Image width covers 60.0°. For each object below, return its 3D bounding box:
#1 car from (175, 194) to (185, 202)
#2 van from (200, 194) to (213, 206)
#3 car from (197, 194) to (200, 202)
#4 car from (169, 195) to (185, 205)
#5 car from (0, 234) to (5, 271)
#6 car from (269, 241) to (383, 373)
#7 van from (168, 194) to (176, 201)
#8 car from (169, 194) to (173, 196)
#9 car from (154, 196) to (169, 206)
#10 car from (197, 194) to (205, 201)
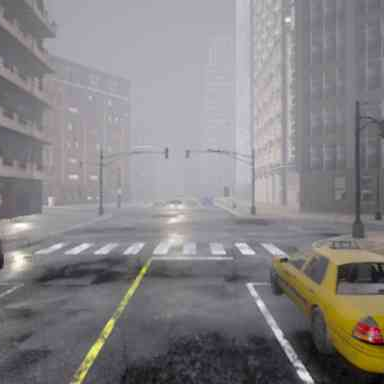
[{"bbox_3d":[-2.749,1.428,75.720,2.097,1.767,4.553,0,0,0],"label":"car"},{"bbox_3d":[2.570,1.369,54.704,1.690,1.788,3.998,0,0,0],"label":"van"},{"bbox_3d":[2.569,1.621,76.914,1.887,1.381,4.507,0,0,0],"label":"car"},{"bbox_3d":[-2.779,1.639,60.587,1.895,1.301,4.718,0,0,1],"label":"car"},{"bbox_3d":[-5.309,1.312,5.703,2.192,1.841,5.009,0,0,0],"label":"car"},{"bbox_3d":[2.570,1.523,5.880,1.752,1.417,4.829,0,0,0],"label":"car"},{"bbox_3d":[-5.311,1.446,88.018,1.690,1.788,3.998,0,0,0],"label":"van"},{"bbox_3d":[-5.311,1.489,65.810,1.967,1.590,4.097,0,0,0],"label":"car"},{"bbox_3d":[-5.311,1.553,54.535,1.752,1.417,4.829,0,0,0],"label":"car"},{"bbox_3d":[2.568,1.439,93.573,2.192,1.841,5.009,0,0,0],"label":"car"}]
